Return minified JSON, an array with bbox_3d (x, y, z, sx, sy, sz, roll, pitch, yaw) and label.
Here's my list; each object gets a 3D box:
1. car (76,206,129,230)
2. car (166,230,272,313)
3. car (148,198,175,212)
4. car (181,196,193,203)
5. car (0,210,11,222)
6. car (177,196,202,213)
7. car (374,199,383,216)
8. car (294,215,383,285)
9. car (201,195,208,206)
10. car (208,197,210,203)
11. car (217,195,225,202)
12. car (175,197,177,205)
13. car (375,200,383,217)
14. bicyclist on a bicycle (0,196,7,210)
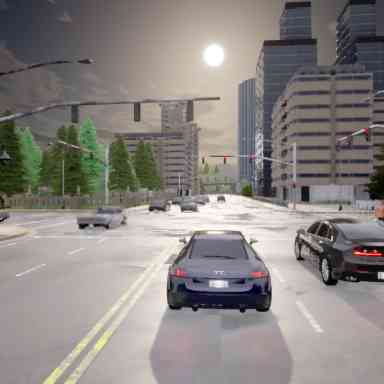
[{"bbox_3d":[-5.546,1.601,21.135,1.895,1.301,4.718,0,0,5],"label":"car"},{"bbox_3d":[0.607,1.564,7.773,1.994,1.385,4.181,0,0,4],"label":"car"},{"bbox_3d":[-3.669,1.547,38.559,2.033,1.411,5.357,0,0,5],"label":"car"},{"bbox_3d":[-0.951,1.542,69.263,2.033,1.411,5.357,0,0,5],"label":"car"},{"bbox_3d":[-15.744,1.601,23.946,4.718,1.301,1.895,0,0,5],"label":"car"},{"bbox_3d":[-0.229,1.505,37.768,1.837,1.490,4.892,0,0,5],"label":"car"},{"bbox_3d":[20.391,1.478,31.649,5.008,1.535,1.882,0,0,5],"label":"car"},{"bbox_3d":[4.240,1.505,9.388,1.837,1.490,4.892,0,0,5],"label":"car"},{"bbox_3d":[1.232,1.504,54.630,1.837,1.490,4.892,0,0,5],"label":"car"},{"bbox_3d":[2.594,1.355,69.642,2.097,1.767,4.553,0,0,5],"label":"car"},{"bbox_3d":[6.733,1.500,77.031,1.837,1.490,4.892,0,0,5],"label":"car"},{"bbox_3d":[-2.171,1.547,55.919,2.033,1.411,5.357,0,0,5],"label":"car"},{"bbox_3d":[16.340,1.352,24.843,4.553,1.767,2.097,0,0,7],"label":"car"},{"bbox_3d":[-22.282,1.301,39.028,0.582,1.620,1.656,0,0,5],"label":"bicyclist on a bicycle"}]
